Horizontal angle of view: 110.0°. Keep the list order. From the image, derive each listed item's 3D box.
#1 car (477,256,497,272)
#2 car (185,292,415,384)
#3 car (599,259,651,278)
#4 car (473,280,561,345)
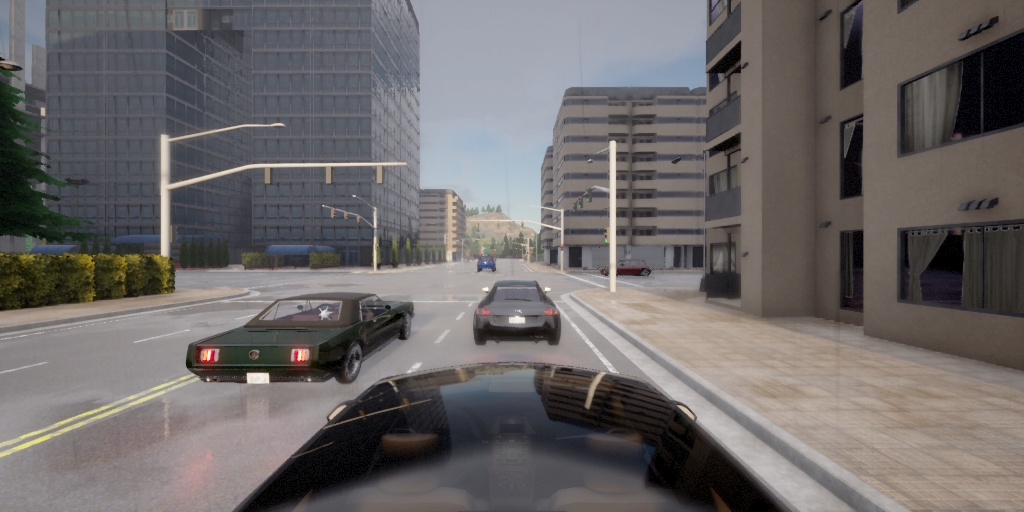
[{"bbox_3d":[-3.232,0.971,46.260,2.150,2.045,5.566,0,0,0],"label":"car"},{"bbox_3d":[-3.384,1.351,7.025,1.895,1.301,4.718,0,0,0],"label":"car"},{"bbox_3d":[10.524,1.102,33.633,4.553,1.767,2.097,0,0,0],"label":"car"},{"bbox_3d":[0.126,1.314,9.504,1.994,1.385,4.181,0,0,1],"label":"car"}]
